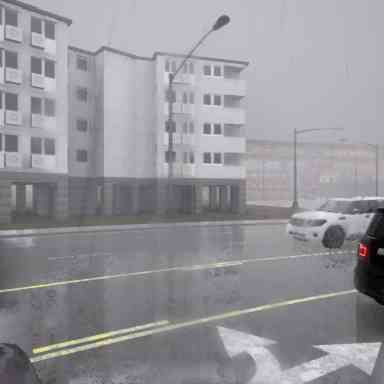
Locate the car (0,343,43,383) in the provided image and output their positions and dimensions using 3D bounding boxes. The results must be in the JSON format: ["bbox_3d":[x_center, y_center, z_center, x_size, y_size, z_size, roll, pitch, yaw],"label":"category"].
[{"bbox_3d":[-3.341,1.547,1.221,5.357,1.411,2.033,0,0,-37],"label":"car"}]

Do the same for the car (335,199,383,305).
[{"bbox_3d":[5.671,1.221,6.277,5.566,2.045,2.150,0,0,-23],"label":"car"}]

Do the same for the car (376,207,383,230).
[{"bbox_3d":[13.803,1.601,20.059,4.718,1.301,1.895,0,0,-15],"label":"car"}]

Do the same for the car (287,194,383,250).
[{"bbox_3d":[6.900,1.221,14.424,5.566,2.045,2.150,0,0,-17],"label":"car"}]
